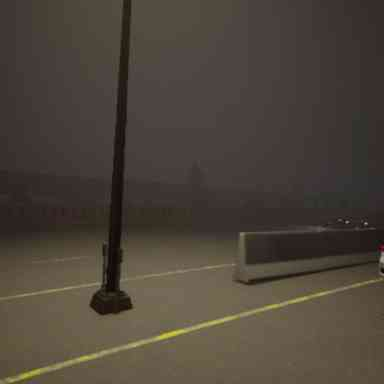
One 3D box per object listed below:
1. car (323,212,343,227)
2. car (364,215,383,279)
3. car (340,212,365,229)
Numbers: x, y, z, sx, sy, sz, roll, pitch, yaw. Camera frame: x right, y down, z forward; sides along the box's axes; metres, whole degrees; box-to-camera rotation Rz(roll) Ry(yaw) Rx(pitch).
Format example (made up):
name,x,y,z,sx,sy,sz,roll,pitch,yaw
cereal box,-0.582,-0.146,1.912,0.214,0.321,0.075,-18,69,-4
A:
name,x,y,z,sx,sy,sz,roll,pitch,yaw
car,14.022,2.520,30.465,4.674,1.442,1.812,3,-2,-35
car,6.692,1.398,7.938,5.566,2.045,2.150,3,-1,-35
car,14.129,2.497,26.263,4.718,1.301,1.895,3,-2,-35
